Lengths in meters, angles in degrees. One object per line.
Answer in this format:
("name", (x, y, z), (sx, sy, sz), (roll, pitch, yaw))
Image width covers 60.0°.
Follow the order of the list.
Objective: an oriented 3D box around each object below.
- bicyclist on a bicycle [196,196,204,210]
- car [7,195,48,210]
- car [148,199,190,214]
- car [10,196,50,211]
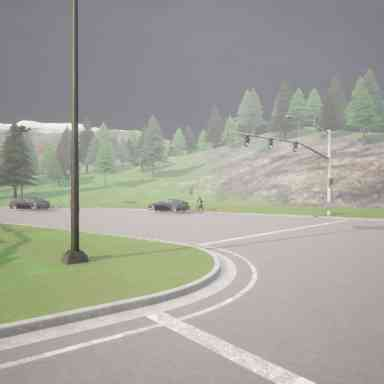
("bicyclist on a bicycle", (0.929, 1.302, 38.432), (0.582, 1.620, 1.656), (0, 0, 34))
("car", (-21.646, 1.352, 43.930), (4.553, 1.767, 2.097), (0, 0, 13))
("car", (-2.540, 1.491, 35.801), (4.902, 1.511, 2.128), (0, 0, 34))
("car", (-19.414, 1.491, 39.854), (4.902, 1.511, 2.128), (0, 0, 16))
